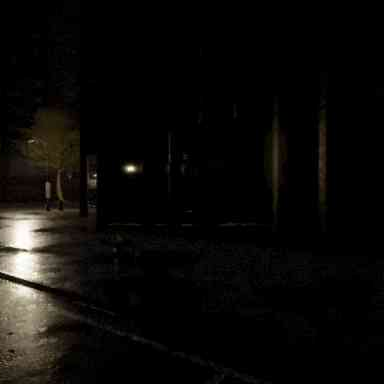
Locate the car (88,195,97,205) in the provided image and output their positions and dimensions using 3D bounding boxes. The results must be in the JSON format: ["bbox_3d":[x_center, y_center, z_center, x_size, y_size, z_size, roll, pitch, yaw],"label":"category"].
[{"bbox_3d":[-14.315,1.374,54.492,2.033,1.411,5.357,0,0,36],"label":"car"}]

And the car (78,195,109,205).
[{"bbox_3d":[-16.707,1.309,56.717,1.837,1.490,4.892,0,0,36],"label":"car"}]
